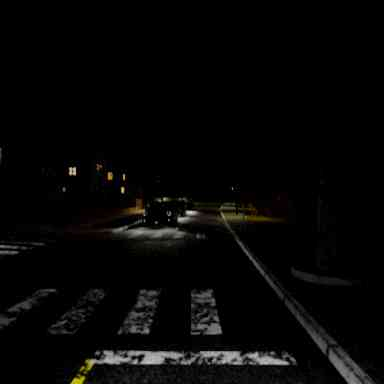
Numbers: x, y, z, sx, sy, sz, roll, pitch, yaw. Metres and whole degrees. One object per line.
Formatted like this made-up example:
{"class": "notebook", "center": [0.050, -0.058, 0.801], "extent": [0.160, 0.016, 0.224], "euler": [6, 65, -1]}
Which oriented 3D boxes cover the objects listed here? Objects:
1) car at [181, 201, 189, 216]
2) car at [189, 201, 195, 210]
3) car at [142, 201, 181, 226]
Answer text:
{"class": "car", "center": [-1.659, 1.665, 34.213], "extent": [1.837, 1.490, 4.892], "euler": [0, 0, 4]}
{"class": "car", "center": [-0.688, 1.872, 46.393], "extent": [1.895, 1.301, 4.718], "euler": [0, -1, 6]}
{"class": "car", "center": [-2.240, 1.445, 24.092], "extent": [2.097, 1.767, 4.553], "euler": [0, 0, 3]}
